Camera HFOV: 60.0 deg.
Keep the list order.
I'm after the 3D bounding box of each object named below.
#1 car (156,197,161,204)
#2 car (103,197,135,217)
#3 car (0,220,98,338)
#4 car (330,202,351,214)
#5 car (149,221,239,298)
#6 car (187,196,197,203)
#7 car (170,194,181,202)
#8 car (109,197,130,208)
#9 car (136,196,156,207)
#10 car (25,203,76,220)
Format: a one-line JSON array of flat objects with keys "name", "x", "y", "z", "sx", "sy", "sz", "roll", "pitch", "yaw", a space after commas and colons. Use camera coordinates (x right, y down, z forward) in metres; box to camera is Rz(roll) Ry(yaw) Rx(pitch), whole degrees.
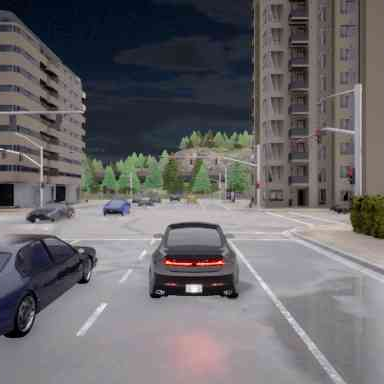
[{"name": "car", "x": -7.149, "y": 1.563, "z": 64.502, "sx": 1.994, "sy": 1.385, "sz": 4.181, "roll": 0, "pitch": 0, "yaw": 0}, {"name": "car", "x": -7.152, "y": 1.477, "z": 32.088, "sx": 1.882, "sy": 1.535, "sz": 5.008, "roll": 0, "pitch": 0, "yaw": 0}, {"name": "car", "x": -3.460, "y": 1.547, "z": 6.537, "sx": 2.033, "sy": 1.411, "sz": 5.357, "roll": 0, "pitch": 0, "yaw": 0}, {"name": "car", "x": 17.290, "y": 1.547, "z": 34.599, "sx": 5.357, "sy": 1.411, "sz": 2.033, "roll": 0, "pitch": 0, "yaw": 0}, {"name": "car", "x": 0.050, "y": 1.505, "z": 8.466, "sx": 1.837, "sy": 1.490, "sz": 4.892, "roll": 0, "pitch": 0, "yaw": 0}, {"name": "car", "x": -0.031, "y": 1.477, "z": 70.020, "sx": 1.882, "sy": 1.535, "sz": 5.008, "roll": 0, "pitch": 0, "yaw": 0}, {"name": "car", "x": -3.618, "y": 1.194, "z": 72.924, "sx": 2.097, "sy": 1.767, "sz": 4.553, "roll": 0, "pitch": 0, "yaw": 0}, {"name": "car", "x": -10.676, "y": 1.490, "z": 49.209, "sx": 2.128, "sy": 1.511, "sz": 4.902, "roll": 0, "pitch": 0, "yaw": 0}, {"name": "car", "x": -7.176, "y": 1.526, "z": 52.002, "sx": 1.812, "sy": 1.442, "sz": 4.674, "roll": 0, "pitch": 0, "yaw": -1}, {"name": "car", "x": -10.642, "y": 1.547, "z": 25.548, "sx": 2.033, "sy": 1.411, "sz": 5.357, "roll": 0, "pitch": 0, "yaw": 0}]
